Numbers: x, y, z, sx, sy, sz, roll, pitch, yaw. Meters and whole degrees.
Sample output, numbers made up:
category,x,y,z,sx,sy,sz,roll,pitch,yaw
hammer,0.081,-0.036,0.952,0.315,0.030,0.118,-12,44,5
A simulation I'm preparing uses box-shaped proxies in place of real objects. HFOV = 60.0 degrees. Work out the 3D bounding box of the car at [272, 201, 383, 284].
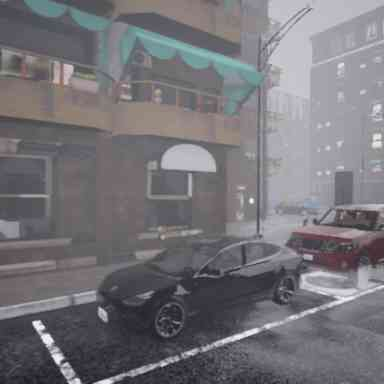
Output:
category,x,y,z,sx,sy,sz,roll,pitch,yaw
car,4.967,1.306,9.799,5.009,1.841,2.192,0,1,-36

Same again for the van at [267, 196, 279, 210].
category,x,y,z,sx,sy,sz,roll,pitch,yaw
van,9.717,1.419,43.860,1.690,1.788,3.998,1,0,-35

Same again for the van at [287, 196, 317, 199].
category,x,y,z,sx,sy,sz,roll,pitch,yaw
van,12.896,1.409,39.256,1.690,1.788,3.998,1,0,-35

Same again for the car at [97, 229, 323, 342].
category,x,y,z,sx,sy,sz,roll,pitch,yaw
car,0.370,1.562,6.521,4.313,1.339,1.947,0,1,-36

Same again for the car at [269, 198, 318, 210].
category,x,y,z,sx,sy,sz,roll,pitch,yaw
car,9.589,1.517,30.174,2.008,1.369,4.403,1,-1,-35
